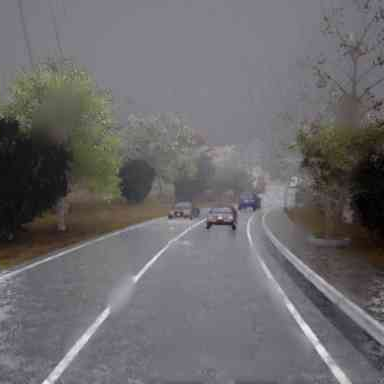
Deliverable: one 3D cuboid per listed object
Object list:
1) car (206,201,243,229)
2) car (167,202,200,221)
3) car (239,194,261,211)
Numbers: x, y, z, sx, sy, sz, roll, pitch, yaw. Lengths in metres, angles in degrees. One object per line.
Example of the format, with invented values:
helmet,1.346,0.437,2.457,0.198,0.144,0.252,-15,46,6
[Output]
car,2.059,1.547,21.764,2.033,1.411,5.357,1,0,10
car,-0.599,1.518,27.173,1.994,1.385,4.181,1,0,12
car,7.365,1.251,42.262,2.150,2.045,5.566,1,0,19
